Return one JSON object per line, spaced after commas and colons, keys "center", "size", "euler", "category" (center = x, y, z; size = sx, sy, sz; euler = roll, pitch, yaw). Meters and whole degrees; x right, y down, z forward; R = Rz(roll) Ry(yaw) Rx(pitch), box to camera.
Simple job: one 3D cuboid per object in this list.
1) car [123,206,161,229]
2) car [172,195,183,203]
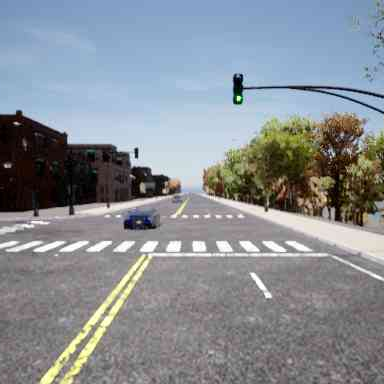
{"center": [-3.147, 1.594, 21.590], "size": [1.994, 1.385, 4.181], "euler": [0, 0, 0], "category": "car"}
{"center": [-3.045, 1.374, 69.033], "size": [2.097, 1.767, 4.553], "euler": [0, 0, 0], "category": "car"}
